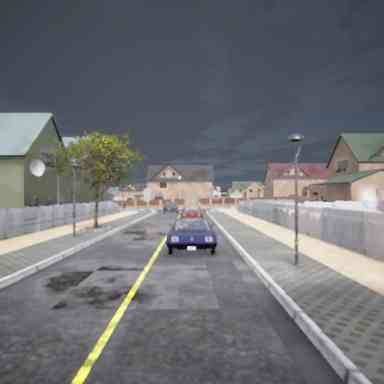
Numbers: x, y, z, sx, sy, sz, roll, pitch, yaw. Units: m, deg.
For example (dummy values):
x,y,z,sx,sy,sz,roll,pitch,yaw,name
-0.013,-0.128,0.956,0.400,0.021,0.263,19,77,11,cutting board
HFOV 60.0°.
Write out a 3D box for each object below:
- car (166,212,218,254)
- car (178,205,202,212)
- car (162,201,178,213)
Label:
x,y,z,sx,sy,sz,roll,pitch,yaw,name
-0.003,1.741,14.089,1.895,1.301,4.718,0,-1,0,car
-0.008,1.908,29.092,1.895,1.301,4.718,0,-1,0,car
-2.767,1.999,43.518,1.837,1.490,4.892,0,-1,0,car
